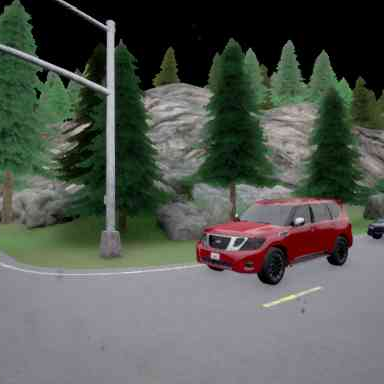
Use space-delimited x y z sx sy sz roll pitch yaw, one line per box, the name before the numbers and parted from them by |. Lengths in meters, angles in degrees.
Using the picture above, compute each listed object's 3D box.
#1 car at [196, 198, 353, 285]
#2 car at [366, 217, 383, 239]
car | 2.696 1.225 9.937 5.566 2.045 2.150 0 0 -40
car | 10.654 1.559 16.426 5.357 1.411 2.033 0 0 -39
